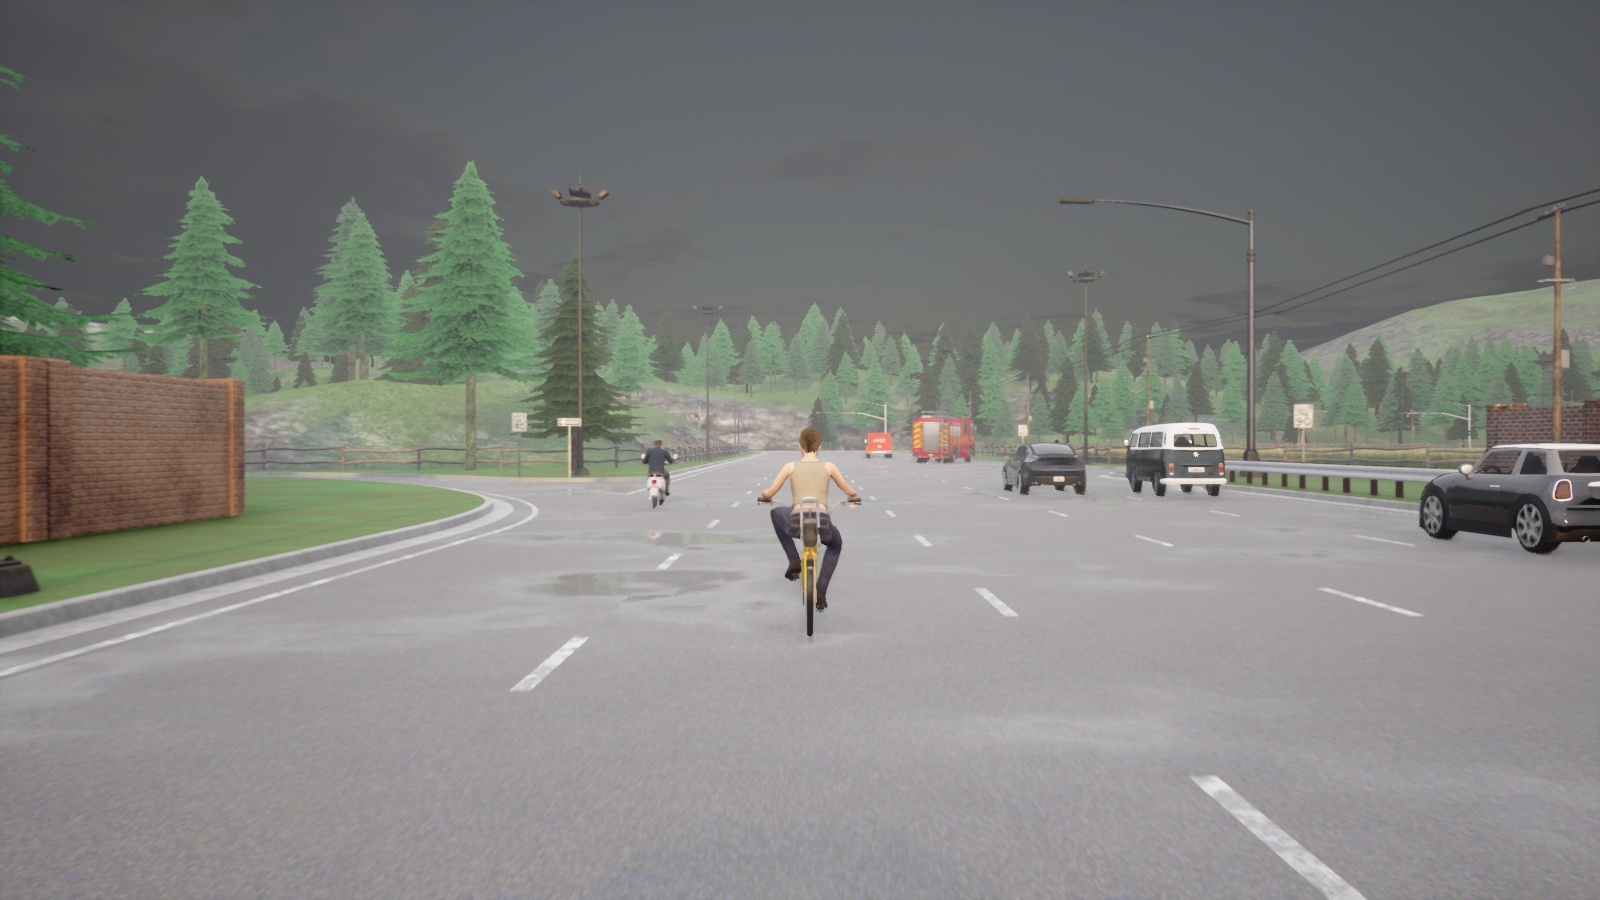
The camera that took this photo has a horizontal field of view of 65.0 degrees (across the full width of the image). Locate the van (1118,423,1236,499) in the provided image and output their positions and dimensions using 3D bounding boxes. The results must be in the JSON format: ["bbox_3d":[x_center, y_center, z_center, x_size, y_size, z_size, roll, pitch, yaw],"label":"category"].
[{"bbox_3d":[10.719,0.276,36.069,2.069,2.038,4.480,0,0,0],"label":"van"}]

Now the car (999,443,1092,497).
[{"bbox_3d":[7.227,0.547,37.442,1.837,1.490,4.892,0,1,0],"label":"car"}]

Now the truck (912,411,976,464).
[{"bbox_3d":[11.075,-0.949,95.693,2.891,3.827,8.468,1,1,20],"label":"truck"}]

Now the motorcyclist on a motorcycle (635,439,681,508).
[{"bbox_3d":[-3.318,0.531,29.504,0.866,1.590,1.817,0,0,0],"label":"motorcyclist on a motorcycle"}]

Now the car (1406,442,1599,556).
[{"bbox_3d":[10.617,0.619,18.076,1.970,1.475,3.806,0,0,0],"label":"car"}]

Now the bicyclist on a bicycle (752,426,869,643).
[{"bbox_3d":[0.078,0.626,10.106,0.866,1.612,1.509,0,0,0],"label":"bicyclist on a bicycle"}]
